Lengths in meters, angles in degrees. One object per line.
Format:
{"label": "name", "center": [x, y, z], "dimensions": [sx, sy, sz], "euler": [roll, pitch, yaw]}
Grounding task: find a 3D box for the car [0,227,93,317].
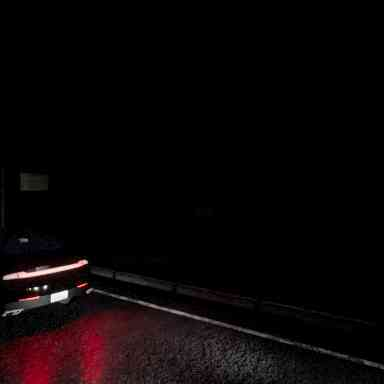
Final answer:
{"label": "car", "center": [-4.105, 1.492, 6.899], "dimensions": [4.902, 1.511, 2.128], "euler": [0, 0, 37]}
